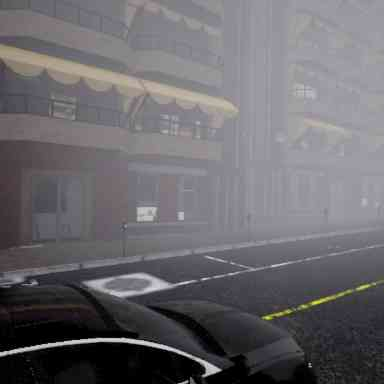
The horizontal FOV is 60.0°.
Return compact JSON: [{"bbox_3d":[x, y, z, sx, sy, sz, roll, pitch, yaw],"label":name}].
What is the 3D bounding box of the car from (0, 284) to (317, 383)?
[{"bbox_3d":[-1.091,1.507,2.389,4.892,1.490,1.837,-1,0,-35],"label":"car"}]
